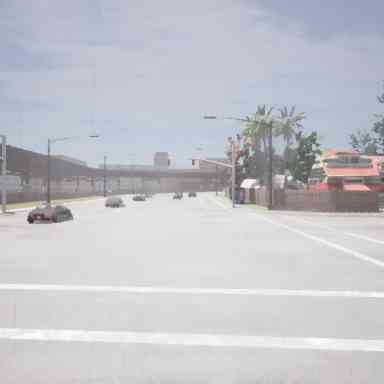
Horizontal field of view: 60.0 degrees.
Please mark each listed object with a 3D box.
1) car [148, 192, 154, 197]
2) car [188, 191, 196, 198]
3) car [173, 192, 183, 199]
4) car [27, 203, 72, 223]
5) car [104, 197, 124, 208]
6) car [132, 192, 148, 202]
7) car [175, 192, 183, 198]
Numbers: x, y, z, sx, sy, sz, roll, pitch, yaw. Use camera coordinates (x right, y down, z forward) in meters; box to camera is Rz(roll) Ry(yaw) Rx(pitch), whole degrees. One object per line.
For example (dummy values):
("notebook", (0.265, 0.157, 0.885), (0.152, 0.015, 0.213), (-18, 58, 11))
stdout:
("car", (-10.426, 0.625, 80.728), (2.097, 1.767, 4.553), (0, 1, 0))
("car", (0.079, 0.519, 86.797), (2.097, 1.767, 4.553), (0, 1, 0))
("car", (-3.430, 0.963, 76.841), (1.895, 1.301, 4.718), (0, 1, 0))
("car", (-10.578, 1.551, 24.924), (1.994, 1.385, 4.181), (0, 0, 0))
("car", (-10.557, 1.397, 45.373), (1.812, 1.442, 4.674), (0, 1, 0))
("car", (-10.476, 1.193, 65.472), (1.895, 1.301, 4.718), (0, 1, 1))
("car", (-3.421, 0.709, 87.159), (1.994, 1.385, 4.181), (0, 1, 0))
